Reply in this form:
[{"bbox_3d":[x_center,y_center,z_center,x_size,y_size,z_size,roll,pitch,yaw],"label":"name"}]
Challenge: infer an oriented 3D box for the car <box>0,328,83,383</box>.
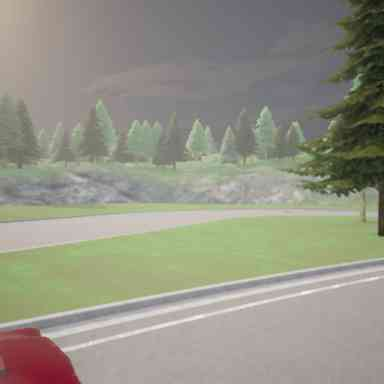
[{"bbox_3d":[-2.869,1.595,1.538,4.718,1.301,1.895,0,0,-36],"label":"car"}]
